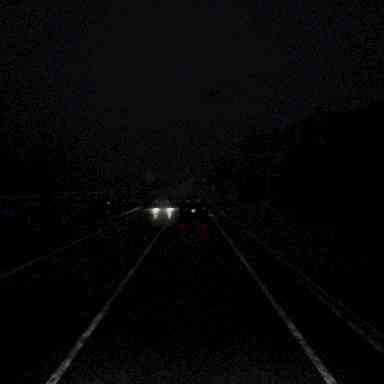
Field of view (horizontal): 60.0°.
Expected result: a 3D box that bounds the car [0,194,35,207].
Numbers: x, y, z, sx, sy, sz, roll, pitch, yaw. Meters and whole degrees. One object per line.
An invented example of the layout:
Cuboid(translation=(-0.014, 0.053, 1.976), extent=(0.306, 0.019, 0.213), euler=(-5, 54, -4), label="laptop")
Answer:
Cuboid(translation=(-22.082, 1.019, 40.492), extent=(5.008, 1.535, 2.097), euler=(0, 1, 0), label="car")

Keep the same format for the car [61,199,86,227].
Cuboid(translation=(-8.966, 1.322, 18.927), extent=(4.892, 1.521, 2.231), euler=(0, 1, 0), label="car")

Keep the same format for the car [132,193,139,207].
Cuboid(translation=(-8.996, 1.088, 38.555), extent=(4.674, 1.452, 2.002), euler=(0, 1, 0), label="car")

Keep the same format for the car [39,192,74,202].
Cuboid(translation=(-22.072, 0.829, 54.369), extent=(4.792, 1.488, 2.163), euler=(0, 1, 0), label="car")

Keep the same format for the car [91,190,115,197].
Cuboid(translation=(-21.964, 0.365, 82.119), extent=(5.366, 1.575, 1.946), euler=(0, 1, 0), label="car")

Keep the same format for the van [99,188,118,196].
Cuboid(translation=(-22.042, 0.059, 87.666), extent=(4.442, 1.987, 1.878), euler=(0, 1, 0), label="van")

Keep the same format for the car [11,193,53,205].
Cuboid(translation=(-22.116, 0.961, 46.043), extent=(4.792, 1.488, 2.163), euler=(0, 1, 0), label="car")

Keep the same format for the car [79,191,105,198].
Cuboid(translation=(-22.141, 0.495, 73.795), extent=(5.008, 1.535, 2.097), euler=(0, 1, 0), label="car")

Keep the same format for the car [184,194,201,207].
Cuboid(translation=(0.083, 1.057, 41.677), extent=(2.033, 1.411, 5.357), euler=(0, 1, 0), label="car")

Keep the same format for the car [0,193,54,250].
Cuboid(translation=(-8.921, 1.122, 13.316), extent=(5.566, 2.045, 2.435), euler=(0, 0, 0), label="car")

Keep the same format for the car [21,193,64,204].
Cuboid(translation=(-21.906, 0.884, 48.818), extent=(5.366, 1.575, 1.946), euler=(0, 1, 0), label="car")

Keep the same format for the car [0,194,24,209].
Cuboid(translation=(-22.077, 1.063, 37.717), extent=(5.008, 1.535, 2.097), euler=(0, 1, 0), label="car")

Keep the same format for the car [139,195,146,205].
Cuboid(translation=(-8.813, 1.001, 41.357), extent=(5.366, 1.575, 1.946), euler=(0, 1, 0), label="car")

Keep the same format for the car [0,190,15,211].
Cuboid(translation=(-22.038, 0.856, 34.937), extent=(5.566, 2.045, 2.435), euler=(0, 1, 0), label="car")

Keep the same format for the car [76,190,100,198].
Cuboid(translation=(-22.162, 0.412, 71.018), extent=(4.553, 1.767, 2.185), euler=(0, 1, 0), label="car")

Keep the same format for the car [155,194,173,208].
Cuboid(translation=(-3.358, 1.011, 40.016), extent=(1.882, 1.535, 5.008), euler=(0, 1, 0), label="car")

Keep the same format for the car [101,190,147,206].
Cuboid(translation=(-8.975, 0.708, 44.156), extent=(5.566, 2.045, 2.435), euler=(0, 1, 0), label="car")

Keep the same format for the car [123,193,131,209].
Cuboid(translation=(-8.979, 1.137, 32.948), extent=(5.008, 1.535, 2.097), euler=(0, 1, 0), label="car")

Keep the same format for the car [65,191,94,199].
Cuboid(translation=(-22.115, 0.624, 65.470), extent=(5.008, 1.535, 2.097), euler=(0, 1, 0), label="car")

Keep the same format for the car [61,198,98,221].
Cuboid(translation=(-8.962, 1.332, 21.730), extent=(4.674, 1.452, 2.002), euler=(0, 1, 0), label="car")

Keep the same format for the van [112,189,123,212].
Cuboid(translation=(-8.862, 0.954, 30.138), extent=(4.442, 1.987, 1.878), euler=(0, 1, 0), label="van")

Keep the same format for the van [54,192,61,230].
Cuboid(translation=(-9.071, 1.124, 16.117), extent=(4.442, 1.987, 1.878), euler=(0, 1, 0), label="van")

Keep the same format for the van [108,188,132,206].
Cuboid(translation=(-9.106, 0.867, 35.748), extent=(4.442, 1.987, 1.878), euler=(0, 1, 0), label="van")

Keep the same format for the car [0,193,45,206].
Cuboid(translation=(-22.088, 0.976, 43.268), extent=(4.892, 1.521, 2.231), euler=(0, 1, 0), label="car")

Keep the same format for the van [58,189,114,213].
Cuboid(translation=(-9.091, 0.994, 27.337), extent=(4.442, 1.987, 1.878), euler=(0, 1, 0), label="van")

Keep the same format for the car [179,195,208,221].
Cuboid(translation=(0.090, 1.247, 24.376), extent=(2.163, 1.488, 4.792), euler=(0, 1, 0), label="car")

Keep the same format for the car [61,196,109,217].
Cuboid(translation=(-8.998, 1.289, 24.538), extent=(4.792, 1.488, 2.163), euler=(0, 1, 0), label="car")

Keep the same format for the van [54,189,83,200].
Cuboid(translation=(-22.227, 0.486, 59.915), extent=(4.442, 1.987, 1.878), euler=(0, 1, 0), label="van")
